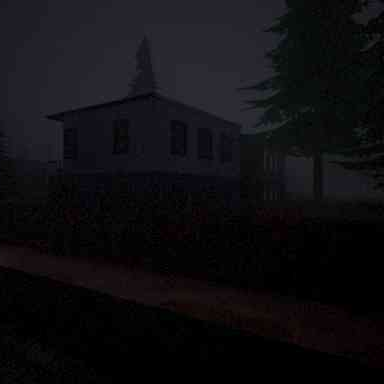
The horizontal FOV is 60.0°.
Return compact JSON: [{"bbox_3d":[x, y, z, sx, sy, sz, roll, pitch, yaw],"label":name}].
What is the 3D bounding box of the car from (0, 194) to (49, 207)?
[{"bbox_3d":[-14.765,1.202,29.609,2.150,2.045,5.566,0,0,27],"label":"car"}]
